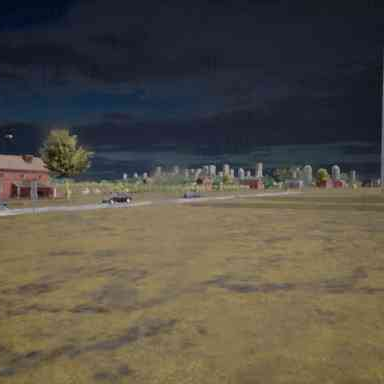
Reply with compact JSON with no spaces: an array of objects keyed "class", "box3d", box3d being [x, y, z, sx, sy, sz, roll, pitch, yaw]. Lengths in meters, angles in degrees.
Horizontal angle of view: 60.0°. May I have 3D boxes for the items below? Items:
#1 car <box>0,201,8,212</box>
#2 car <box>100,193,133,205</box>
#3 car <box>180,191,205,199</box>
[{"class":"car","box3d":[-20.046,1.275,31.947,1.994,1.385,4.181,1,2,36]},{"class":"car","box3d":[-10.296,0.879,45.448,1.837,1.490,4.892,1,2,36]},{"class":"car","box3d":[0.179,0.603,59.796,2.033,1.411,5.357,1,2,36]}]
